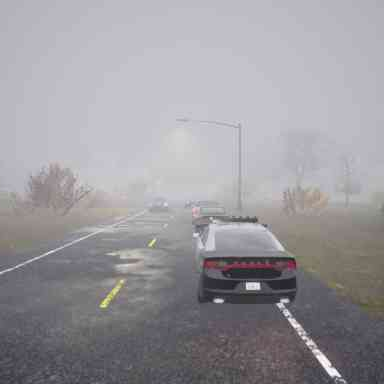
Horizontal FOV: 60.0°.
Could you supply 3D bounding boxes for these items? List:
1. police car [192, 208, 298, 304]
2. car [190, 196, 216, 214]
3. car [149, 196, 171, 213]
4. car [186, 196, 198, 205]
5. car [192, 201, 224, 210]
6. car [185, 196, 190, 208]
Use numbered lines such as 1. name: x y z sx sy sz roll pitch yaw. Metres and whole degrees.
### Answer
1. police car: 1.053 1.419 8.327 1.930 1.638 5.238 0 0 0
2. car: 1.059 1.323 24.190 2.097 1.767 4.553 0 0 0
3. car: -3.487 1.298 36.442 2.097 1.767 4.553 0 0 0
4. car: 0.018 1.430 58.613 2.033 1.411 5.357 0 0 0
5. car: 1.057 1.488 18.218 1.837 1.490 4.892 0 0 0
6. car: 0.048 1.525 45.469 1.895 1.301 4.718 0 0 0
